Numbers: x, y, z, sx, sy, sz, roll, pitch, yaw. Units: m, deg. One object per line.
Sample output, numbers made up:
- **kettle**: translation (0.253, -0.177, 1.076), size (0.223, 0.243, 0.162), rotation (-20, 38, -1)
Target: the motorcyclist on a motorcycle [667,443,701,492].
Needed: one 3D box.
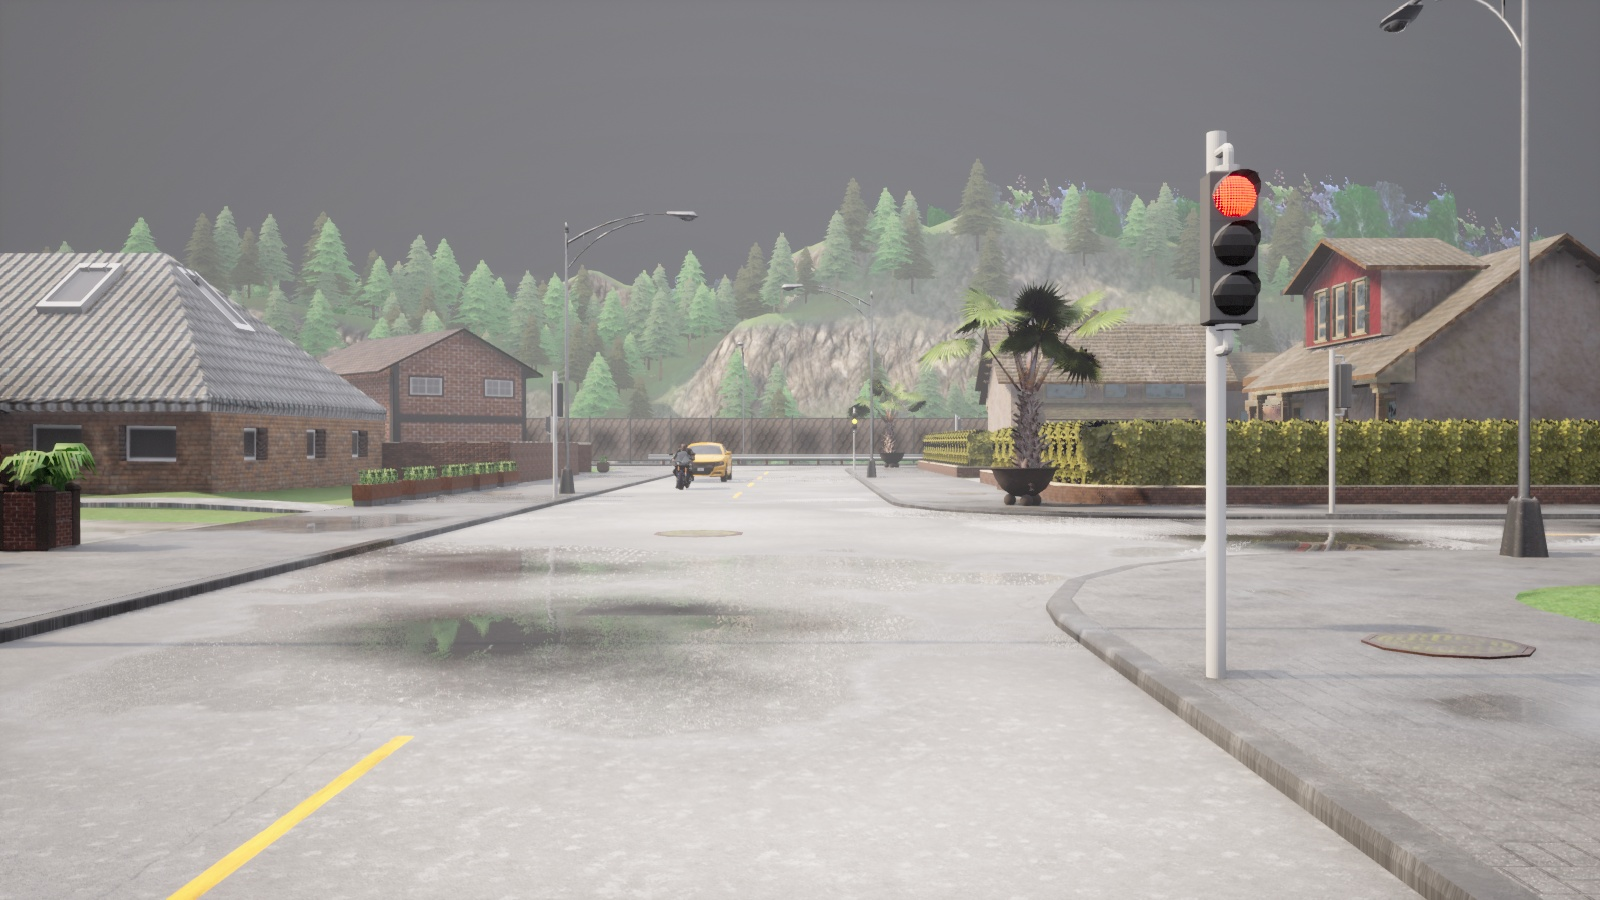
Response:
- **motorcyclist on a motorcycle**: translation (-3.750, 0.549, 40.694), size (0.866, 1.530, 2.191), rotation (0, 0, 1)

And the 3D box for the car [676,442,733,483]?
- **car**: translation (-3.719, 0.441, 49.599), size (1.882, 1.535, 5.008), rotation (0, 0, 0)
